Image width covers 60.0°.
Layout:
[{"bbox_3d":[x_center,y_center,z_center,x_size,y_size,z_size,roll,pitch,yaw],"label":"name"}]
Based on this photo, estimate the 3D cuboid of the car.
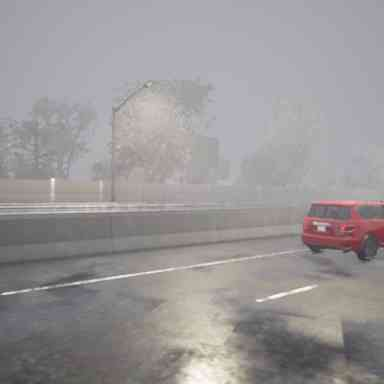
[{"bbox_3d":[6.598,1.355,12.871,5.566,2.045,2.150,0,0,-35],"label":"car"}]
